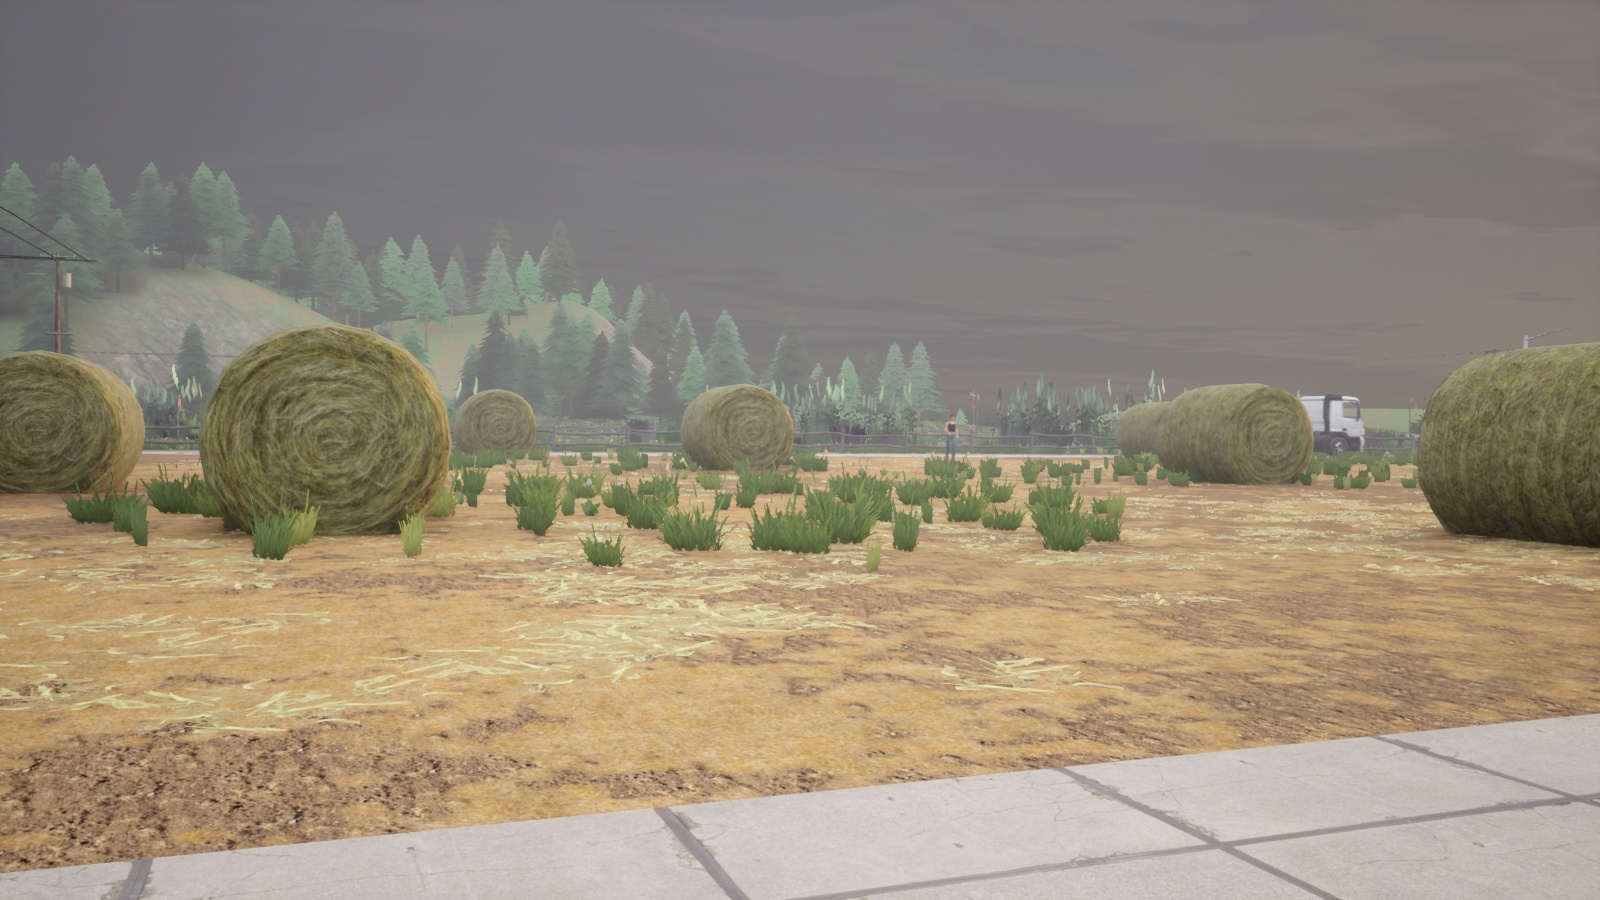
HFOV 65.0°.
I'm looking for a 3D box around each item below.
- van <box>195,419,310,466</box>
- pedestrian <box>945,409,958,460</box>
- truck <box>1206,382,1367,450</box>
[{"bbox_3d":[-24.082,-0.362,55.378,4.442,1.987,1.775,-1,1,-17],"label":"van"},{"bbox_3d":[5.556,-0.567,46.069,0.345,1.836,0.594,-1,1,-8],"label":"pedestrian"},{"bbox_3d":[25.929,-1.835,66.970,7.936,3.462,2.891,-1,1,-17],"label":"truck"}]
